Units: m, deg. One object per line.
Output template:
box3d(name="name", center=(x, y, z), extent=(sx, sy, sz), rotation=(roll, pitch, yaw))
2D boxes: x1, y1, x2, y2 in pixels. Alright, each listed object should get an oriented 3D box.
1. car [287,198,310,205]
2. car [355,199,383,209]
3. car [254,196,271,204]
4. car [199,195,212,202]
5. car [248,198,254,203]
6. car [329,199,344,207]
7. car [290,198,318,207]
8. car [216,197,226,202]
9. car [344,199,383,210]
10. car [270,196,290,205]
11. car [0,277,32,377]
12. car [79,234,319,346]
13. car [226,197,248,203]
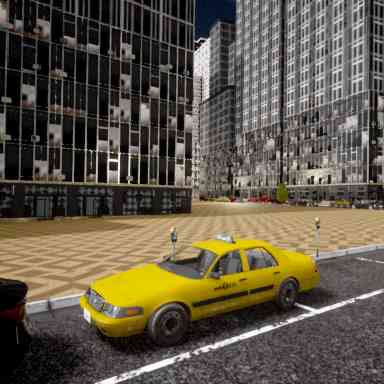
box3d(name="car", center=(21.445, 1.926, 66.907), extent=(2.008, 1.369, 4.403), rotation=(1, -1, -22))
box3d(name="car", center=(27.776, 1.833, 51.363), extent=(2.008, 1.369, 4.403), rotation=(1, -1, -22))
box3d(name="car", center=(17.228, 1.753, 77.272), extent=(2.192, 1.841, 5.009), rotation=(1, -1, -22))
box3d(name="car", center=(3.612, 1.698, 89.813), extent=(2.192, 1.841, 5.009), rotation=(1, -1, -22))
box3d(name="car", center=(15.114, 2.051, 82.450), extent=(1.802, 1.307, 4.206), rotation=(1, -1, -22))
box3d(name="car", center=(25.601, 1.839, 56.702), extent=(1.752, 1.417, 4.829), rotation=(1, -1, -22))
box3d(name="car", center=(18.374, 1.715, 53.559), extent=(2.008, 1.369, 4.403), rotation=(1, -1, -22))
box3d(name="car", center=(7.892, 1.845, 79.296), extent=(1.752, 1.417, 4.829), rotation=(1, -1, -22))
box3d(name="car", center=(22.592, 1.653, 43.201), extent=(2.008, 1.369, 4.403), rotation=(1, -1, -22))
box3d(name="car", center=(16.266, 1.636, 58.739), extent=(1.967, 1.590, 4.097), rotation=(1, -1, -22))
box3d(name="car", center=(-3.944, 1.565, 3.272), extent=(4.313, 1.339, 1.947), rotation=(0, 1, -36))
box3d(name="car", center=(0.420, 1.528, 6.330), extent=(4.829, 1.417, 1.752), rotation=(0, 1, -35))
box3d(name="car", center=(9.938, 1.729, 74.275), extent=(1.967, 1.590, 4.097), rotation=(1, -1, -22))
